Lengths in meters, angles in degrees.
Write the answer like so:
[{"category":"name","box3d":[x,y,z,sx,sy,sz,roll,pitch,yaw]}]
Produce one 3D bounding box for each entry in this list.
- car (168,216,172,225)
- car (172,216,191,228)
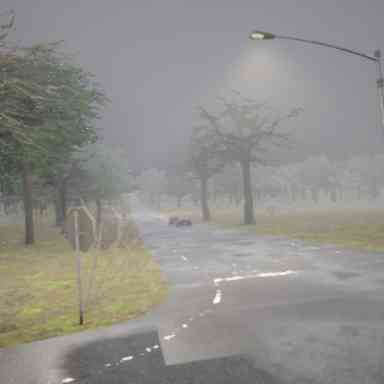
[{"category":"car","box3d":[-2.980,4.943,58.269,1.837,1.490,4.892,-3,-2,-11]},{"category":"car","box3d":[-1.358,4.454,50.055,1.882,1.535,5.008,-3,-3,-11]}]
